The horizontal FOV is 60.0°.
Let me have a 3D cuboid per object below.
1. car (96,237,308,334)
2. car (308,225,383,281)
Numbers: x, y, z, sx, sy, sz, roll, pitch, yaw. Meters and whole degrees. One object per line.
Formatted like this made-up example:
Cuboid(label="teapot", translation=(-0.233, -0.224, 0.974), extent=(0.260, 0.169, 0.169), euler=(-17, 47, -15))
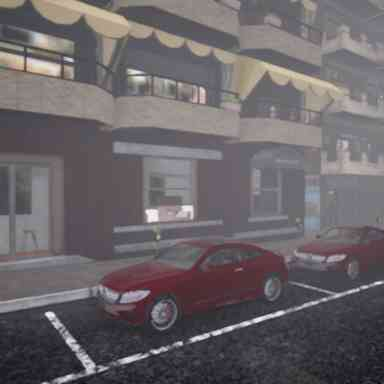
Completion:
Cuboid(label="car", translation=(0.229, 1.618, 6.734), extent=(4.206, 1.307, 1.802), euler=(1, -1, -35))
Cuboid(label="car", translation=(4.790, 1.669, 9.986), extent=(4.206, 1.307, 1.802), euler=(1, -1, -35))
